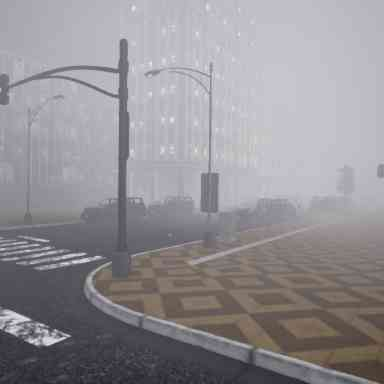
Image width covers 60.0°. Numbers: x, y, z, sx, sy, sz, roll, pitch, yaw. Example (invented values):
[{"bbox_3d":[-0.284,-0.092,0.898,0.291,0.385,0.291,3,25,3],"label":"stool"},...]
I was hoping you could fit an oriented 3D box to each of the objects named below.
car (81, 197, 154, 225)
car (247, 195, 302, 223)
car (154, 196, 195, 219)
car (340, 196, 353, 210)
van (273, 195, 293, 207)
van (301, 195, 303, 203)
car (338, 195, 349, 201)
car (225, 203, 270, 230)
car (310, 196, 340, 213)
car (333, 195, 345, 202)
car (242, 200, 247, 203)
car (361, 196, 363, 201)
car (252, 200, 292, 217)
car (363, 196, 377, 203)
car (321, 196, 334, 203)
[{"bbox_3d":[-5.412,1.275,23.770,2.192,1.841,5.009,1,0,35],"label":"car"},{"bbox_3d":[6.803,1.409,26.922,2.192,1.841,5.009,1,0,35],"label":"car"},{"bbox_3d":[-1.748,1.283,28.934,2.192,1.841,5.009,1,0,35],"label":"car"},{"bbox_3d":[20.381,1.437,46.282,2.192,1.841,5.009,1,0,35],"label":"car"},{"bbox_3d":[13.954,1.345,50.841,1.690,1.788,3.998,1,0,35],"label":"van"},{"bbox_3d":[17.164,1.352,55.365,1.690,1.788,3.998,1,0,35],"label":"van"},{"bbox_3d":[39.633,1.617,87.037,1.947,1.339,4.313,1,1,35],"label":"car"},{"bbox_3d":[3.306,1.668,21.999,1.802,1.307,4.206,1,0,35],"label":"car"},{"bbox_3d":[15.392,1.427,39.160,2.192,1.841,5.009,1,0,35],"label":"car"},{"bbox_3d":[36.325,1.571,82.374,1.752,1.417,4.829,1,1,35],"label":"car"},{"bbox_3d":[7.775,1.431,42.247,1.967,1.590,4.097,1,0,35],"label":"car"},{"bbox_3d":[44.108,1.656,84.158,2.128,1.511,4.902,1,1,35],"label":"car"},{"bbox_3d":[8.095,1.609,33.402,2.033,1.411,5.357,1,1,35],"label":"car"},{"bbox_3d":[39.640,1.598,73.428,1.967,1.590,4.097,1,1,35],"label":"car"},{"bbox_3d":[30.002,1.617,73.464,1.802,1.307,4.206,1,1,35],"label":"car"}]
